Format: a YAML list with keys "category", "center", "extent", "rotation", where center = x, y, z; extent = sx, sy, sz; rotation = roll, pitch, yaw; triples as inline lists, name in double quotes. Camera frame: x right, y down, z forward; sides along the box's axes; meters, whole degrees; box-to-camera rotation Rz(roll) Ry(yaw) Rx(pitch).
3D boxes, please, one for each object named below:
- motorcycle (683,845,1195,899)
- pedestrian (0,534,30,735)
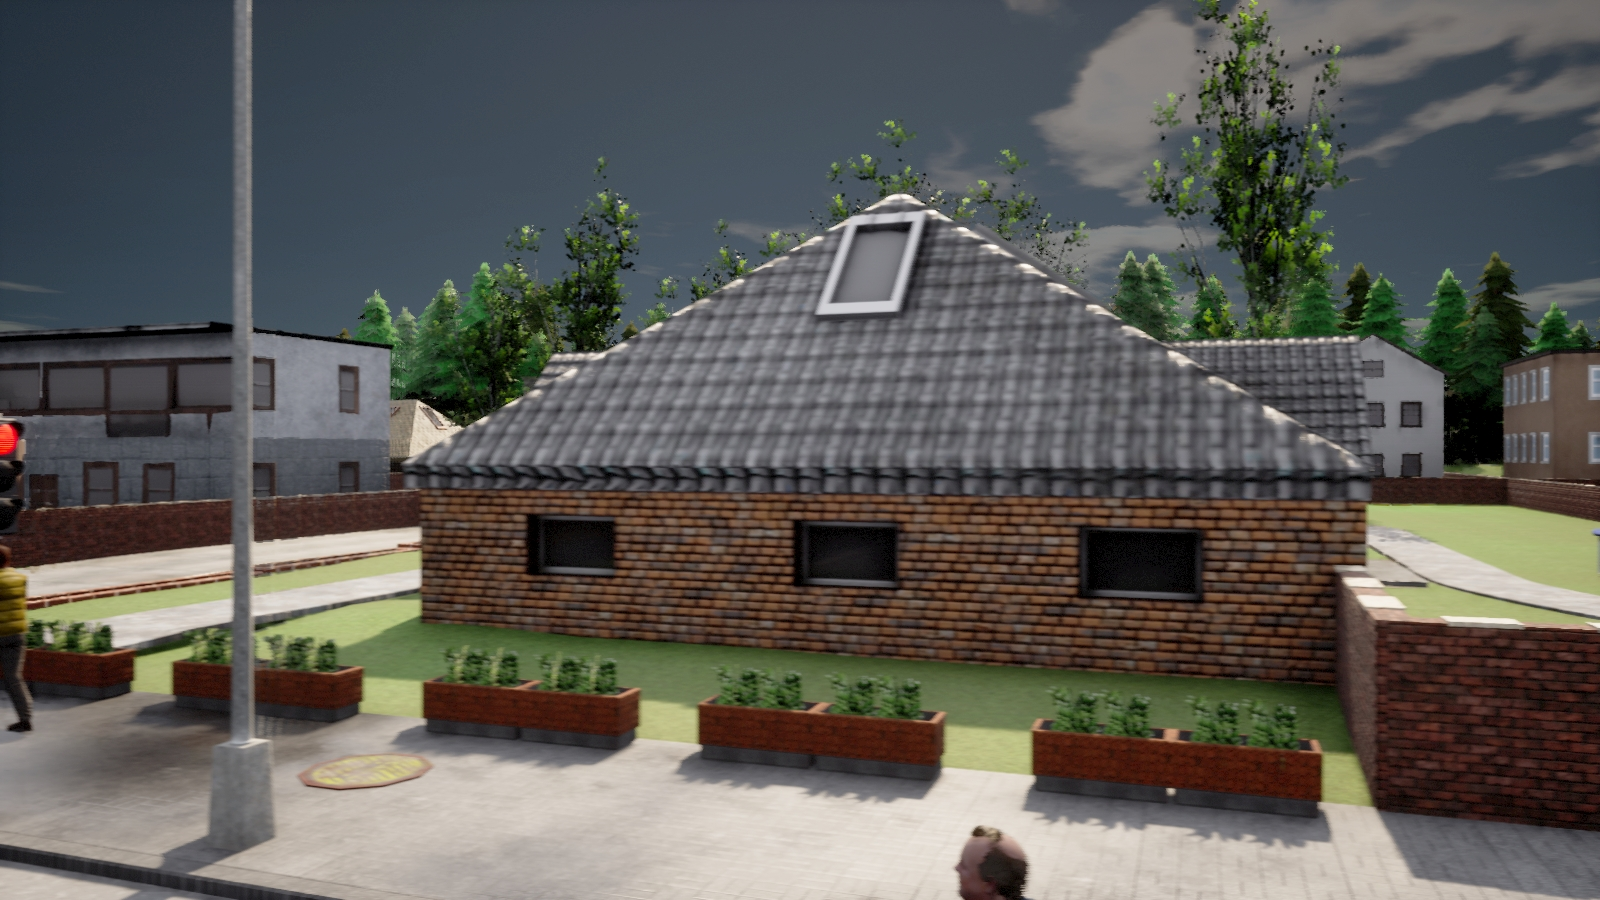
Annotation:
- category: "motorcycle"
  center: [0.509, 2.142, 3.591]
  extent: [1.805, 1.316, 0.856]
  rotation: [0, 0, 19]
- category: "pedestrian"
  center: [-7.654, 1.744, 10.880]
  extent: [0.375, 1.860, 0.375]
  rotation: [0, 0, 18]
